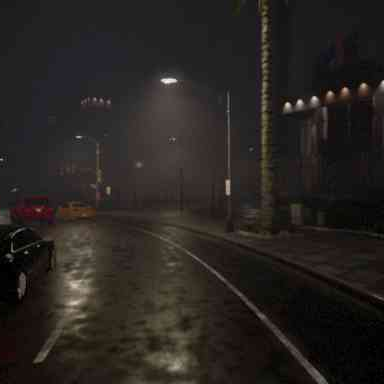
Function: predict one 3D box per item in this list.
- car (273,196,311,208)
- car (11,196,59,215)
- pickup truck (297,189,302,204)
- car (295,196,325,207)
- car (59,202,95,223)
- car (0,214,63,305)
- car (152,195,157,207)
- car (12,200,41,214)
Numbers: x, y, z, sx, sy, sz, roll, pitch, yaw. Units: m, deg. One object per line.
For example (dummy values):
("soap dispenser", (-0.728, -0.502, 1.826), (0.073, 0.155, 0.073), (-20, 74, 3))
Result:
("car", (13.886, 1.366, 46.270), (2.002, 1.452, 4.674), (0, 0, -42))
("car", (-11.524, 1.301, 23.897), (2.150, 2.045, 5.566), (0, 0, -35))
("pickup truck", (12.248, 1.037, 30.193), (6.274, 2.098, 2.390), (0, 0, -42))
("car", (17.554, 1.380, 49.586), (1.970, 1.475, 3.806), (0, 0, -42))
("car", (-9.449, 1.547, 26.745), (1.882, 1.535, 5.008), (0, 0, -36))
("car", (-4.609, 1.537, 7.939), (1.837, 1.490, 4.892), (0, 0, -11))
("car", (-5.804, 1.317, 51.107), (2.185, 1.767, 4.553), (0, 0, -42))
("car", (-19.107, 1.657, 38.327), (1.812, 1.442, 4.674), (0, 0, -41))
